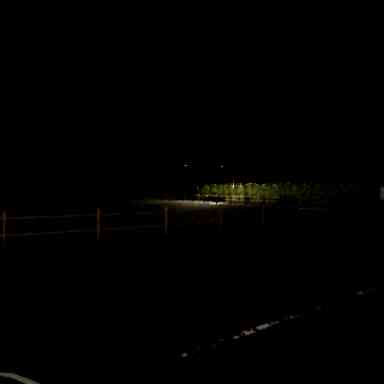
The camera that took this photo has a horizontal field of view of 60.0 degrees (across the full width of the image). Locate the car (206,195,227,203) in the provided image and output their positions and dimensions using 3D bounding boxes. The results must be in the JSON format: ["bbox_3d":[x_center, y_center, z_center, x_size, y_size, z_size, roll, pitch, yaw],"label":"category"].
[{"bbox_3d":[4.609,1.324,63.355,2.128,1.511,4.902,0,0,-32],"label":"car"}]

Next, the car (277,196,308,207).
[{"bbox_3d":[14.556,1.313,48.080,2.097,1.767,4.553,0,0,-34],"label":"car"}]

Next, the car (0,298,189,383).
[{"bbox_3d":[-2.204,1.501,1.534,4.892,1.490,1.837,0,0,-36],"label":"car"}]
